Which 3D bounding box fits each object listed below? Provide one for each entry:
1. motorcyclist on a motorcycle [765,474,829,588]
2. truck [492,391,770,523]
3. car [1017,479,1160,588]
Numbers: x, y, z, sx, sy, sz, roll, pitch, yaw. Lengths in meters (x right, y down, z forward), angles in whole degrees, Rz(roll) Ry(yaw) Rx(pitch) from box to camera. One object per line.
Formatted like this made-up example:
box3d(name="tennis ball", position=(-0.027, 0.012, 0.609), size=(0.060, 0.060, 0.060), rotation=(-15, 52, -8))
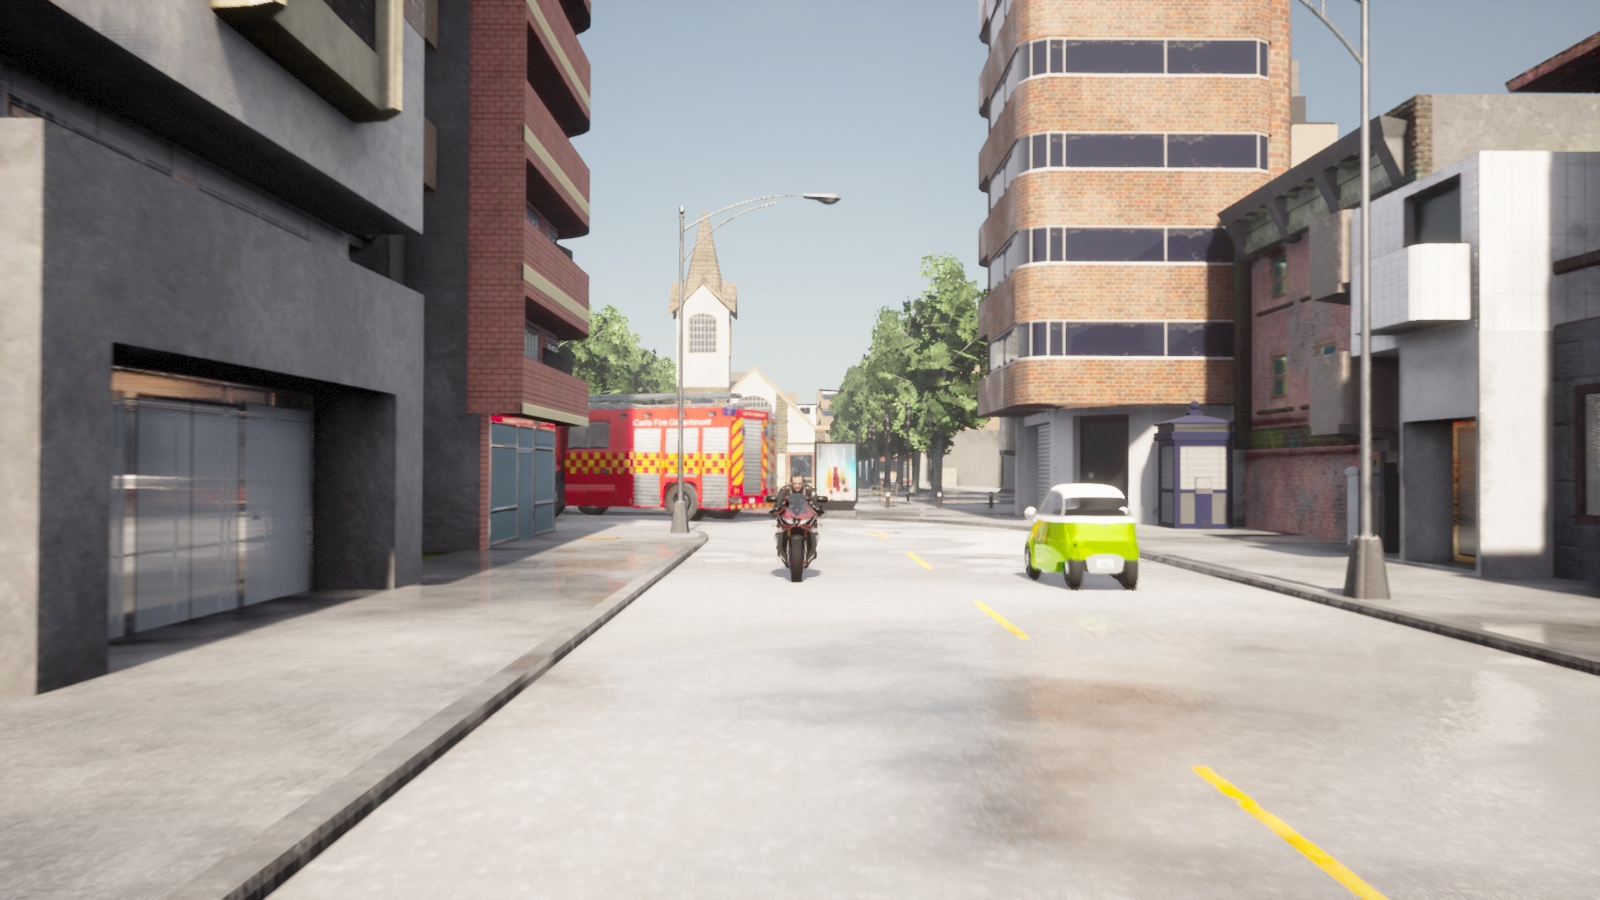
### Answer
box3d(name="motorcyclist on a motorcycle", position=(-0.034, 1.118, 18.055), size=(0.866, 1.530, 2.191), rotation=(0, -1, 0))
box3d(name="truck", position=(-5.365, 0.262, 39.493), size=(8.468, 3.827, 2.891), rotation=(-1, -1, 26))
box3d(name="car", position=(3.955, 1.113, 17.495), size=(1.481, 1.376, 2.207), rotation=(0, -1, 0))
